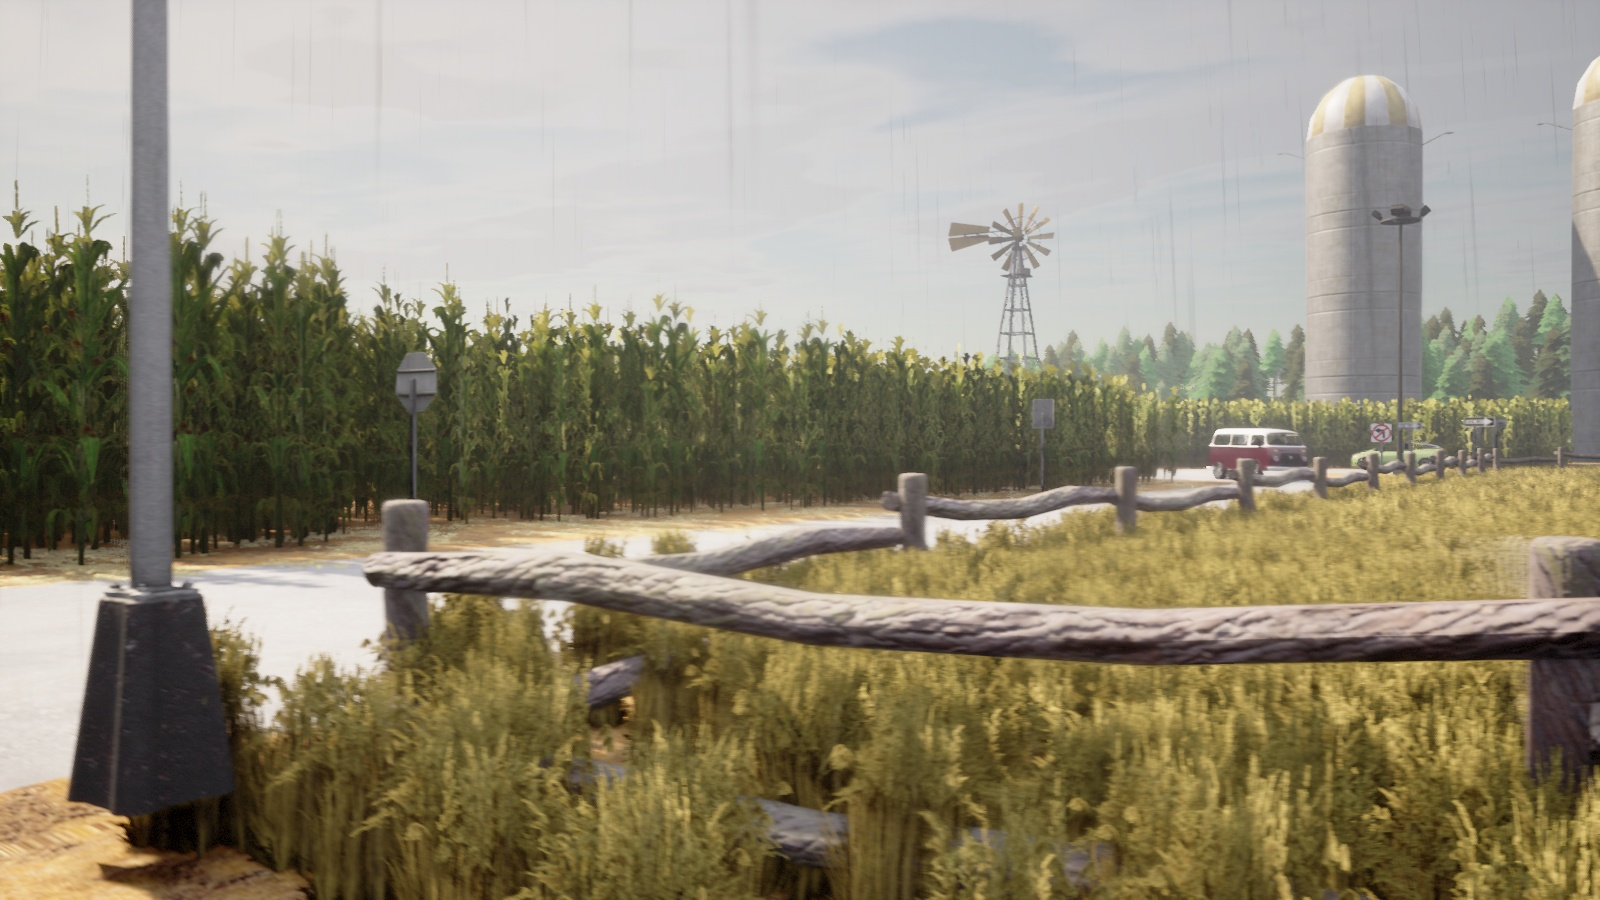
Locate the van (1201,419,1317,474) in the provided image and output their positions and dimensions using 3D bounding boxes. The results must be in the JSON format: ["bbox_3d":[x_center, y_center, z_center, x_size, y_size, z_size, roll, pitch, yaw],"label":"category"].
[{"bbox_3d":[17.821,-0.151,48.982,2.069,2.038,4.480,0,0,-14],"label":"van"}]

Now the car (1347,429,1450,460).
[{"bbox_3d":[30.724,-0.277,64.531,4.514,1.525,2.007,-1,0,34],"label":"car"}]
